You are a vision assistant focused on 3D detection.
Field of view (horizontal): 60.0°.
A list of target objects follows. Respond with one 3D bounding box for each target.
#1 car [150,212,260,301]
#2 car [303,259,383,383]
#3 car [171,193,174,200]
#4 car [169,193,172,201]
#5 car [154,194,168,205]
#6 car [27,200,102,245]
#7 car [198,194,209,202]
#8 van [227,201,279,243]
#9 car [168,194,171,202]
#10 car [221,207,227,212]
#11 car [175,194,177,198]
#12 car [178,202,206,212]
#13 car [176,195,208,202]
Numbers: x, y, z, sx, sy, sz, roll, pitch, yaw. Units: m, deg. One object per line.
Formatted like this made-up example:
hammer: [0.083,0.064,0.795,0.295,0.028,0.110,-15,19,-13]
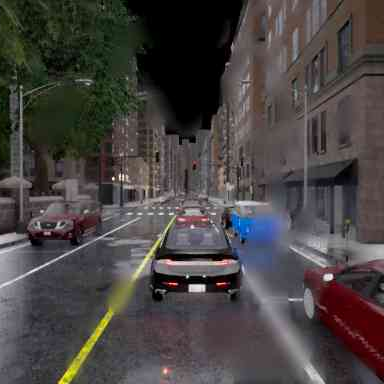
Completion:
car: [0.090,1.490,8.315,2.128,1.511,4.902,0,0,0]
car: [2.850,1.544,4.308,1.887,1.381,4.507,0,0,0]
car: [-5.763,1.492,75.619,1.887,1.381,4.507,0,0,0]
car: [-5.756,1.493,70.169,1.887,1.381,4.507,0,0,0]
car: [-5.742,1.480,59.097,1.752,1.417,4.829,0,0,0]
car: [-5.689,1.310,15.578,2.192,1.841,5.009,0,0,0]
car: [2.762,1.387,75.666,1.967,1.590,4.097,0,0,0]
van: [2.836,1.336,15.629,1.690,1.788,3.998,0,0,0]
car: [-5.749,1.502,64.717,2.008,1.369,4.403,0,0,0]
car: [2.830,1.557,21.289,1.947,1.339,4.313,0,0,0]
car: [-5.776,1.497,86.521,2.008,1.369,4.403,0,0,0]
car: [0.080,1.519,18.577,1.812,1.442,4.674,0,0,0]
car: [0.014,1.338,27.534,2.097,1.767,4.553,0,0,2]
